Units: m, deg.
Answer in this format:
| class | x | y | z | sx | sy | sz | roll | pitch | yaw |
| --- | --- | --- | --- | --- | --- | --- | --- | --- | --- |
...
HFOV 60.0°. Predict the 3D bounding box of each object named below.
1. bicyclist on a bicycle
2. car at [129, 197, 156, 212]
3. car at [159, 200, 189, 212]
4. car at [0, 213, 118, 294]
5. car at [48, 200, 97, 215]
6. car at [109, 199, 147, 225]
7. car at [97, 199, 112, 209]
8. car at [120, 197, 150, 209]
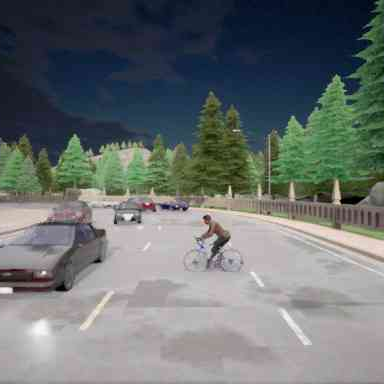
| class | x | y | z | sx | sy | sz | roll | pitch | yaw |
| --- | --- | --- | --- | --- | --- | --- | --- | --- | --- |
| bicyclist on a bicycle | 0.581 | 1.453 | 9.177 | 1.656 | 1.620 | 0.582 | 0 | 0 | -1 |
| car | -5.860 | 1.353 | 38.028 | 2.097 | 1.767 | 4.553 | 0 | 0 | -28 |
| car | -2.221 | 1.601 | 38.762 | 1.895 | 1.301 | 4.718 | 0 | 0 | -28 |
| car | -3.700 | 1.547 | 9.186 | 2.033 | 1.411 | 5.357 | 0 | 0 | -1 |
| car | -7.849 | 1.352 | 21.774 | 2.097 | 1.767 | 4.553 | 0 | 0 | -8 |
| car | -4.665 | 1.492 | 24.358 | 2.128 | 1.511 | 4.902 | 0 | 0 | -10 |
| car | -12.178 | 1.601 | 46.360 | 1.895 | 1.301 | 4.718 | 0 | 0 | -43 |
| car | -8.101 | 1.505 | 47.245 | 1.837 | 1.490 | 4.892 | 0 | 0 | -43 |
